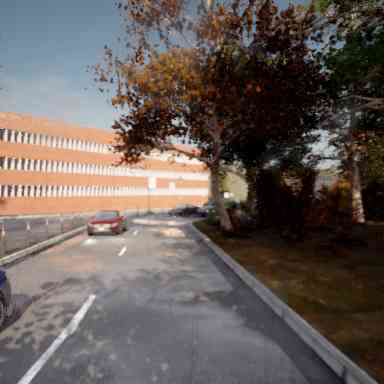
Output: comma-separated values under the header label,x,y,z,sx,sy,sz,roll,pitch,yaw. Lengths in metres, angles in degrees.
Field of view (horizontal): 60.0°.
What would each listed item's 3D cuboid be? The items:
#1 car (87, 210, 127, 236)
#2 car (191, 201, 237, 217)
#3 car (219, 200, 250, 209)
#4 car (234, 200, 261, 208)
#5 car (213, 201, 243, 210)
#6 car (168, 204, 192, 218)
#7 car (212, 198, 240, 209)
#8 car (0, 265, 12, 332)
label,x,y,z,sx,sy,sz,roll,pitch,yaw
car,-5.121,1.831,20.575,1.812,1.442,4.674,-1,-1,-4
car,2.591,2.063,37.328,2.033,1.411,5.357,-1,-1,36
car,7.581,2.226,59.006,5.008,1.535,2.097,-1,-1,33
car,10.646,2.296,63.753,4.674,1.452,2.002,-1,-1,33
car,6.051,2.249,56.628,4.674,1.452,2.002,-1,-1,33
car,-0.841,2.061,37.732,1.812,1.442,4.674,-1,-1,32
car,4.497,1.941,54.271,5.566,2.045,2.435,-1,-1,33
car,-4.005,1.602,4.008,1.812,1.442,4.674,0,-1,-1
